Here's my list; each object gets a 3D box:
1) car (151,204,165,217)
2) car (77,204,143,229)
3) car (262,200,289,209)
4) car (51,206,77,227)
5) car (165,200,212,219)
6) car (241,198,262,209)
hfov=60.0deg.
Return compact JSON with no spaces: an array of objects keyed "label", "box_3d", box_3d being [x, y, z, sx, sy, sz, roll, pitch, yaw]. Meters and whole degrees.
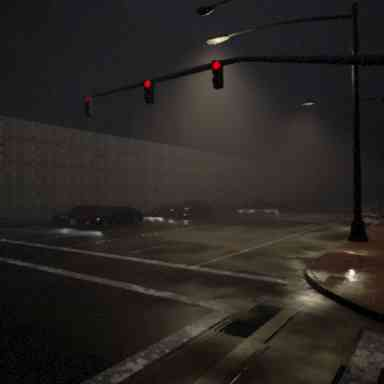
[{"label":"car","box_3d":[-2.298,1.802,34.028,1.994,1.385,4.181,-1,0,36]},{"label":"car","box_3d":[-5.469,1.737,23.695,1.812,1.442,4.674,-1,0,36]},{"label":"car","box_3d":[12.431,1.752,48.271,1.895,1.301,4.718,-1,0,36]},{"label":"car","box_3d":[-8.336,1.736,25.674,1.882,1.535,5.008,-1,0,36]},{"label":"car","box_3d":[-0.043,1.545,31.171,2.097,1.767,4.553,-1,0,36]},{"label":"car","box_3d":[9.129,1.677,49.694,1.882,1.535,5.008,-1,-1,36]}]
